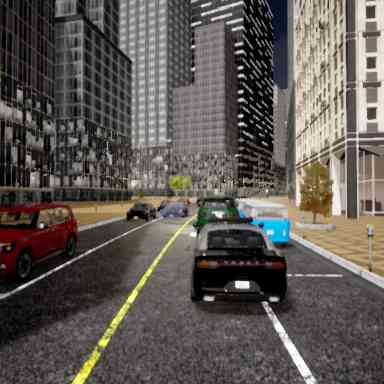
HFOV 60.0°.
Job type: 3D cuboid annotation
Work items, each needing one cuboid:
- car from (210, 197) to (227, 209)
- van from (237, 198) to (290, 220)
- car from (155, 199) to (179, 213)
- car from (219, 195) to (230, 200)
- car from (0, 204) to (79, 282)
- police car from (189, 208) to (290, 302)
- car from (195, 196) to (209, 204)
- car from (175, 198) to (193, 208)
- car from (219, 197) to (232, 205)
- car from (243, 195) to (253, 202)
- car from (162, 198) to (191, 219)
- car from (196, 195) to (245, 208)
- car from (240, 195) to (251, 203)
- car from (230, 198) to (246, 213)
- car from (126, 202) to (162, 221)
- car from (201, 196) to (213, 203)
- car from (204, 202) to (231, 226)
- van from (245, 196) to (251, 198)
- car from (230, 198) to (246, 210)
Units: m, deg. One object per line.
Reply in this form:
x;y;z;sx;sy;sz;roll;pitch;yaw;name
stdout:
3.668;1.459;45.924;1.882;1.535;5.008;0;0;10;car
3.129;1.333;14.715;1.690;1.788;3.998;1;0;3;van
-2.781;1.564;38.510;1.947;1.339;4.313;1;0;7;car
9.102;1.571;92.603;2.008;1.369;4.403;1;0;17;car
-5.100;1.315;10.028;2.192;1.841;5.009;1;0;2;car
0.962;1.422;8.424;1.930;1.638;5.238;0;0;2;police car
2.054;1.569;66.266;1.947;1.339;4.313;1;0;12;car
-1.136;1.580;49.735;1.802;1.307;4.206;1;0;9;car
6.048;1.581;59.669;1.895;1.301;4.718;0;0;12;car
13.100;1.515;77.684;1.887;1.381;4.507;1;0;15;car
-1.343;1.542;29.235;2.033;1.411;5.357;0;0;6;car
1.426;1.216;18.264;2.150;2.045;5.566;0;0;4;car
11.691;1.410;72.220;1.967;1.590;4.097;1;0;14;car
5.283;1.503;38.349;1.752;1.417;4.829;1;0;8;car
-4.021;1.565;27.176;1.947;1.339;4.313;1;0;5;car
3.252;1.532;71.458;1.752;1.417;4.829;1;0;13;car
1.858;1.516;24.175;1.812;1.442;4.674;0;0;5;car
3.491;1.330;20.567;1.690;1.788;3.998;1;0;4;van
6.072;1.541;43.970;1.947;1.339;4.313;1;0;9;car
